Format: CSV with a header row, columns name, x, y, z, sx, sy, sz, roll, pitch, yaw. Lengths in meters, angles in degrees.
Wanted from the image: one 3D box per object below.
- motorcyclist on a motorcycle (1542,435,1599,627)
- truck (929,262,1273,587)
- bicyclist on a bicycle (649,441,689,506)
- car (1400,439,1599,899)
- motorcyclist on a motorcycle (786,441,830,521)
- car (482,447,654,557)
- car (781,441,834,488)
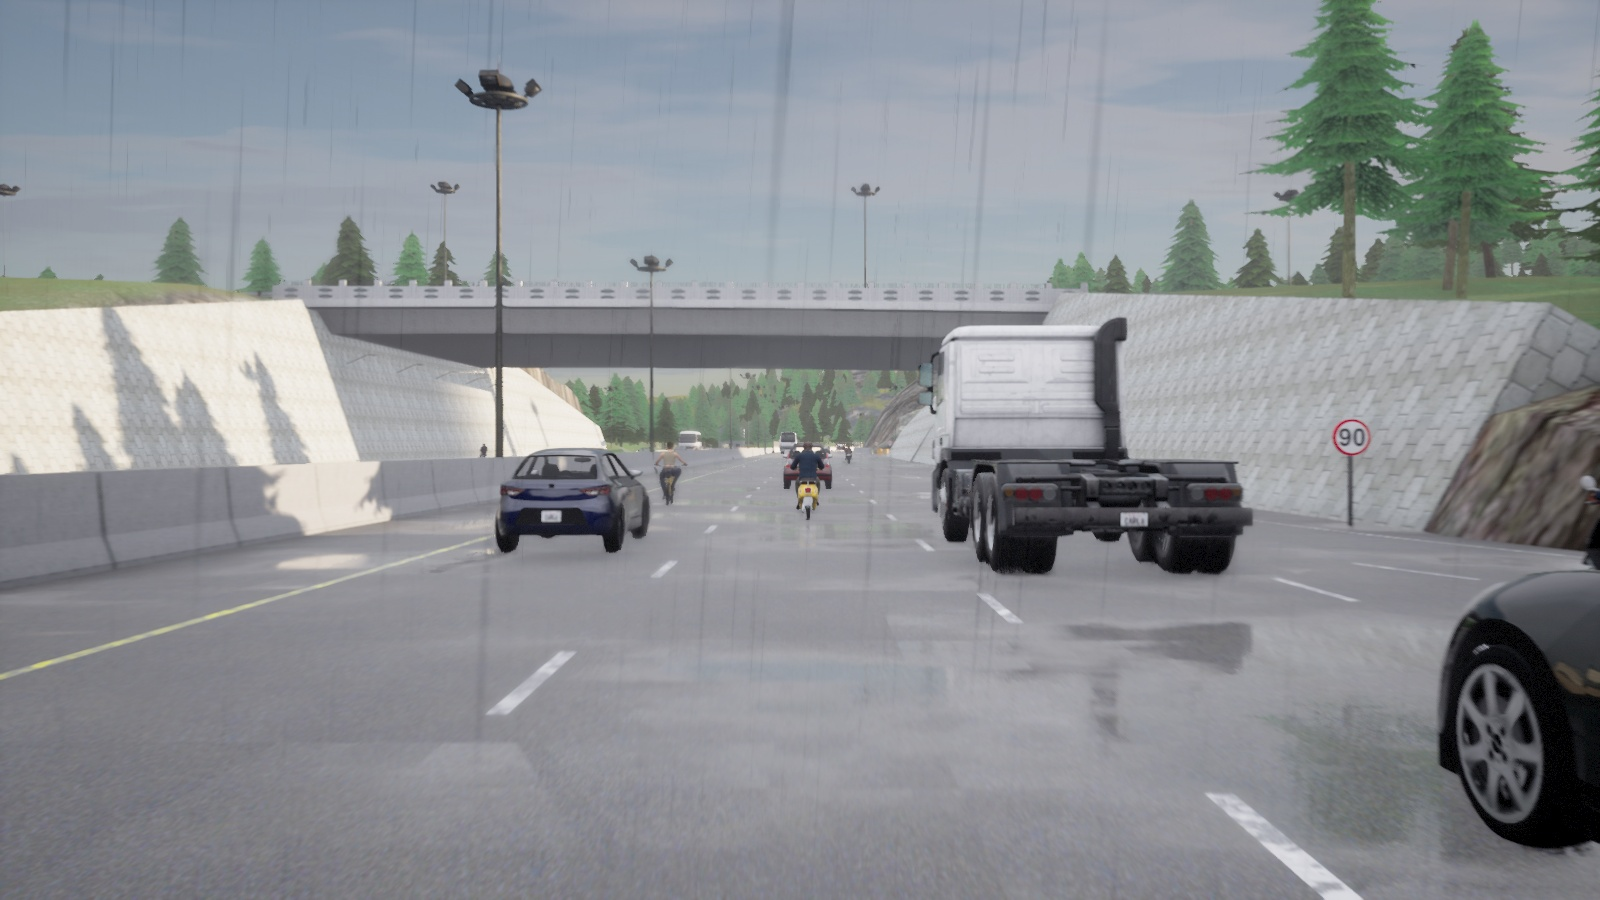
name,x,y,z,sx,sy,sz,roll,pitch,yaw
motorcyclist on a motorcycle,7.075,0.675,10.330,0.866,1.590,1.817,0,0,0
truck,3.616,-0.285,17.357,2.891,3.462,7.936,0,0,0
bicyclist on a bicycle,-3.298,0.584,31.758,0.866,1.612,1.509,0,0,0
car,3.535,0.705,3.451,1.970,1.475,3.806,0,0,0
motorcyclist on a motorcycle,0.165,0.621,26.063,0.866,1.590,1.817,0,0,0
car,-3.375,0.700,19.071,1.816,1.474,4.193,0,0,0
car,0.278,0.505,45.734,1.851,1.617,3.988,0,0,0
